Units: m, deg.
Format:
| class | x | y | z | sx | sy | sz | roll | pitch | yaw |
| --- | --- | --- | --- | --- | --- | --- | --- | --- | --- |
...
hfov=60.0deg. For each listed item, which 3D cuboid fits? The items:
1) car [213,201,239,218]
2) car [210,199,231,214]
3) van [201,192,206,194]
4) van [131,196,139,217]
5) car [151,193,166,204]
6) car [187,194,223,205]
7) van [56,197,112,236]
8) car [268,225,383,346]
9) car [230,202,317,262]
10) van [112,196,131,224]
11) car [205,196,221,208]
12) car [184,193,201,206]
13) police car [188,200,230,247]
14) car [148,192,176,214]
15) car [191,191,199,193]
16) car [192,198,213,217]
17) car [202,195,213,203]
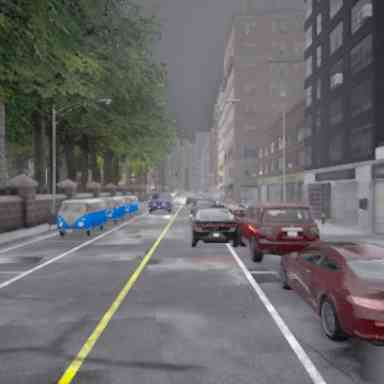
| class | x | y | z | sx | sy | sz | roll | pitch | yaw |
| --- | --- | --- | --- | --- | --- | --- | --- | --- | --- |
| car | 2.854 | 1.458 | 28.819 | 1.802 | 1.307 | 4.206 | 0 | 0 | 0 |
| car | 2.854 | 1.430 | 34.479 | 1.802 | 1.307 | 4.206 | 0 | 0 | 0 |
| van | 2.853 | 1.068 | 57.120 | 1.690 | 1.788 | 3.998 | 0 | 0 | 0 |
| van | -5.672 | 1.217 | 28.790 | 1.690 | 1.788 | 3.998 | 0 | 0 | 0 |
| car | -5.672 | 1.043 | 57.079 | 2.192 | 1.841 | 5.009 | 0 | 0 | 0 |
| car | 0.878 | 1.247 | 24.760 | 2.097 | 1.767 | 4.553 | 0 | 0 | 0 |
| van | -5.672 | 1.269 | 17.474 | 1.690 | 1.788 | 3.998 | 0 | 0 | 0 |
| car | 2.854 | 1.558 | 6.177 | 1.802 | 1.307 | 4.206 | 0 | 0 | 0 |
| car | 2.853 | 1.268 | 11.836 | 2.192 | 1.841 | 5.009 | 0 | 0 | 0 |
| van | -5.672 | 1.244 | 23.132 | 1.690 | 1.788 | 3.998 | 0 | 0 | 0 |
| car | 2.854 | 1.334 | 45.800 | 1.887 | 1.381 | 4.507 | 0 | 0 | 0 |
| car | 0.002 | 1.270 | 50.662 | 1.837 | 1.490 | 4.892 | 0 | 1 | 0 |
| police car | 0.899 | 1.365 | 14.901 | 1.930 | 1.638 | 5.238 | 0 | 0 | 0 |
| car | -3.097 | 1.071 | 34.034 | 2.150 | 2.045 | 5.566 | 0 | 0 | 0 |
| car | -0.003 | 1.160 | 65.314 | 1.882 | 1.535 | 5.008 | 0 | 0 | 0 |
| car | 0.898 | 1.372 | 30.790 | 1.837 | 1.490 | 4.892 | 0 | 0 | 0 |
| car | 2.853 | 1.261 | 62.781 | 1.947 | 1.339 | 4.313 | 0 | 0 | 0 |
